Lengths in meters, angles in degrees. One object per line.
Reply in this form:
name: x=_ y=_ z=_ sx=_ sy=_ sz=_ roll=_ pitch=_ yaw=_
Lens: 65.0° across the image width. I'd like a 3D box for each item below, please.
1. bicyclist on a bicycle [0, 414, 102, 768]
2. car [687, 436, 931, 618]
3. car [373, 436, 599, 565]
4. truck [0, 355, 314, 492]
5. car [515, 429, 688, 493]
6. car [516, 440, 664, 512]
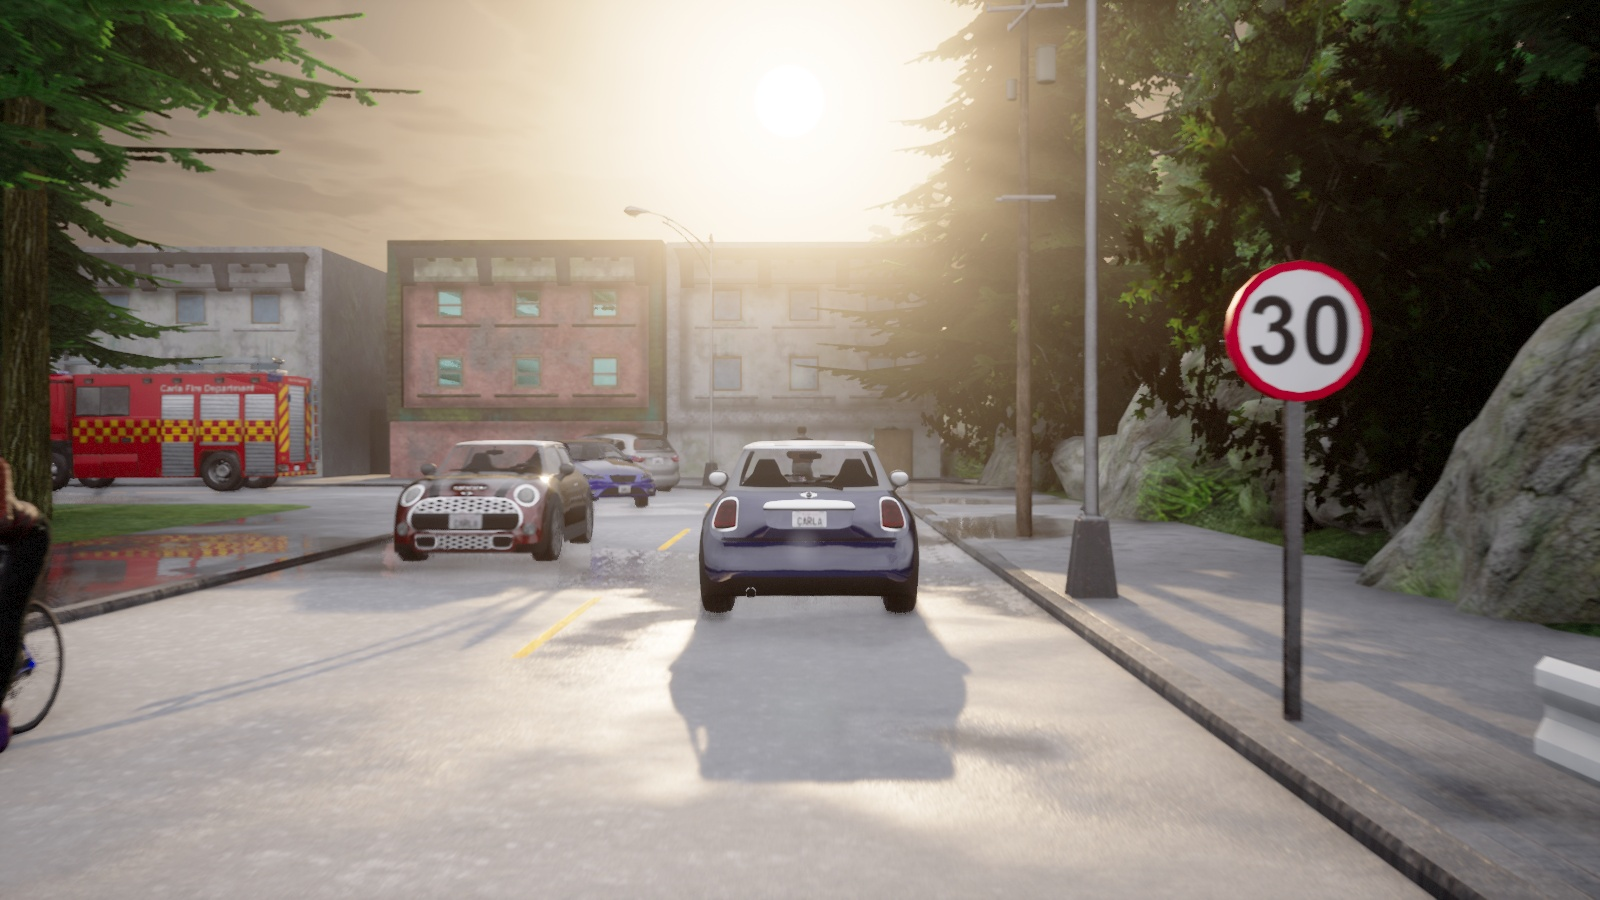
bicyclist on a bicycle: x=-3.953 y=0.645 z=5.746 sx=0.582 sy=1.620 sz=1.656 roll=0 pitch=1 yaw=0
car: x=0.083 y=0.605 z=12.085 sx=1.970 sy=1.475 sz=3.806 roll=0 pitch=1 yaw=0
car: x=-3.893 y=0.565 z=16.275 sx=1.970 sy=1.475 sz=3.806 roll=0 pitch=1 yaw=0
truck: x=-19.109 y=-0.761 z=36.938 sx=8.468 sy=3.827 sz=2.891 roll=0 pitch=1 yaw=1
car: x=-5.599 y=0.279 z=35.147 sx=4.611 sy=1.667 sz=2.242 roll=0 pitch=0 yaw=38
car: x=-4.739 y=0.512 z=27.868 sx=1.816 sy=1.474 sz=4.193 roll=0 pitch=0 yaw=-31
